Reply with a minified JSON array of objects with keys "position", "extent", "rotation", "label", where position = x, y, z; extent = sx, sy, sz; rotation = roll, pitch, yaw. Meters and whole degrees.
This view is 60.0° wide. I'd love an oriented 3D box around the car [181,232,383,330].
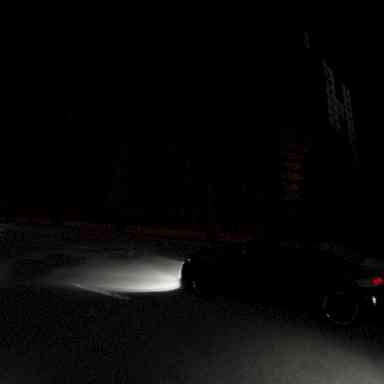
[{"position":[1.808,1.565,7.003],"extent":[4.181,1.385,1.994],"rotation":[0,0,36],"label":"car"}]
